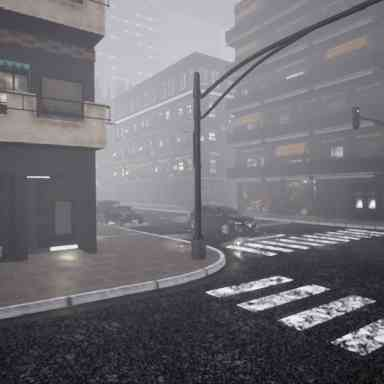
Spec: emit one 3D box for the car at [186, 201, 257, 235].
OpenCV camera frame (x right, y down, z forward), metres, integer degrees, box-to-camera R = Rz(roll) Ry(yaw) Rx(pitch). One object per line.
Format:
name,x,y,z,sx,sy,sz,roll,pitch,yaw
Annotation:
car,1.628,1.532,19.406,1.837,1.490,4.892,-1,0,-36

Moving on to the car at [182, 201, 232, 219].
car,1.212,1.511,29.190,2.008,1.369,4.403,-1,1,-36

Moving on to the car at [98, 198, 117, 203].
car,-7.922,1.541,32.551,1.837,1.490,4.892,-1,1,-36

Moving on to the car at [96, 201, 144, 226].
car,-5.161,1.631,24.557,1.947,1.339,4.313,-1,1,-36

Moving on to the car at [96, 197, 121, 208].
car,-11.916,1.518,47.249,1.887,1.381,4.507,-1,1,-36
